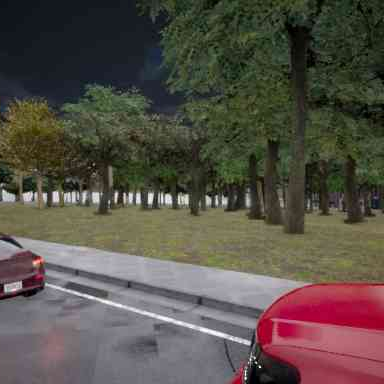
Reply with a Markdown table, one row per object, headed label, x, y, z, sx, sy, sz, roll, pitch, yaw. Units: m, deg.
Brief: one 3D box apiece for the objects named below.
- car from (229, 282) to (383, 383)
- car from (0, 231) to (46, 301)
| label | x | y | z | sx | sy | sz | roll | pitch | yaw |
| --- | --- | --- | --- | --- | --- | --- | --- | --- | --- |
| car | 2.906 | 1.222 | 1.613 | 5.566 | 2.045 | 2.150 | 0 | 0 | 35 |
| car | -5.051 | 1.524 | 7.273 | 4.674 | 1.442 | 1.812 | 0 | 0 | 36 |
